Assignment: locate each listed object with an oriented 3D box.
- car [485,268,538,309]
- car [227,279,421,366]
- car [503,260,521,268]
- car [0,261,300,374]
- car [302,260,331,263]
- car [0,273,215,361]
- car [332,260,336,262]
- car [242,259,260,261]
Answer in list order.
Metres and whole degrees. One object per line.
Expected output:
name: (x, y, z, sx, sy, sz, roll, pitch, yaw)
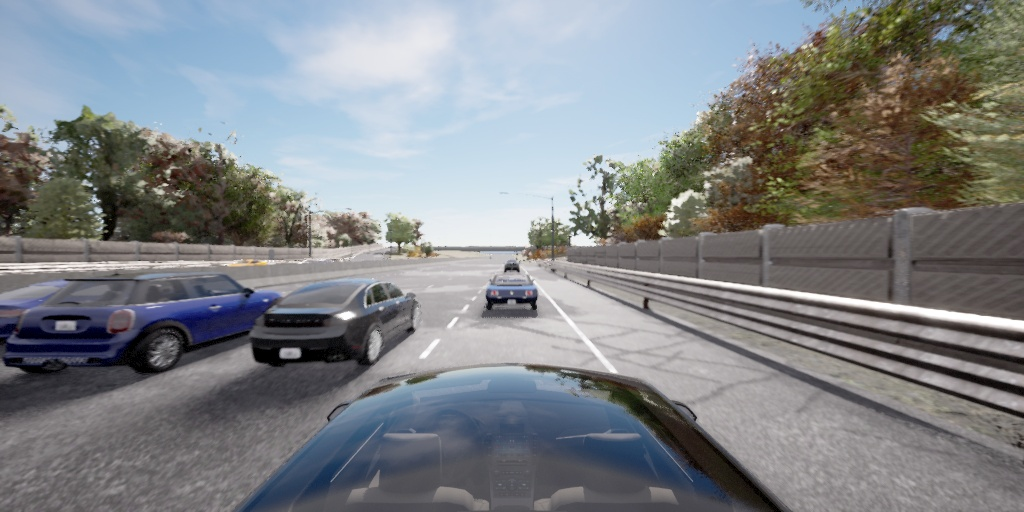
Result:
car: (-0.006, 1.324, 14.715, 1.895, 1.301, 4.718, 0, 0, 0)
car: (-3.404, 1.241, 7.926, 1.837, 1.490, 4.892, 0, 0, 0)
car: (-0.018, 1.209, 43.328, 1.837, 1.490, 4.892, 0, 0, 0)
car: (-6.904, 1.089, 7.673, 2.097, 1.767, 4.553, 0, 0, 0)
car: (-24.536, 1.192, 43.354, 2.128, 1.511, 4.902, 0, 1, 1)
car: (-10.404, 1.260, 9.138, 1.812, 1.442, 4.674, 0, 0, 0)
car: (-28.038, 1.253, 54.616, 2.033, 1.411, 5.357, 0, 0, 1)
car: (-31.531, 1.182, 42.819, 1.882, 1.535, 5.008, 0, 1, 0)
